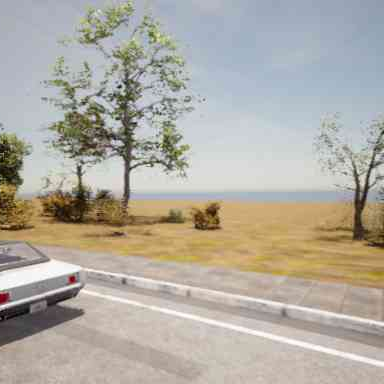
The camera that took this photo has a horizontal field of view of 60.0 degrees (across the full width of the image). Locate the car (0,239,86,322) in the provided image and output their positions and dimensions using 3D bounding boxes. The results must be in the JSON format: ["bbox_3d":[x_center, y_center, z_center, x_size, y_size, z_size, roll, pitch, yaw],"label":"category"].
[{"bbox_3d":[-4.437,1.630,6.699,4.718,1.301,1.895,0,0,32],"label":"car"}]
